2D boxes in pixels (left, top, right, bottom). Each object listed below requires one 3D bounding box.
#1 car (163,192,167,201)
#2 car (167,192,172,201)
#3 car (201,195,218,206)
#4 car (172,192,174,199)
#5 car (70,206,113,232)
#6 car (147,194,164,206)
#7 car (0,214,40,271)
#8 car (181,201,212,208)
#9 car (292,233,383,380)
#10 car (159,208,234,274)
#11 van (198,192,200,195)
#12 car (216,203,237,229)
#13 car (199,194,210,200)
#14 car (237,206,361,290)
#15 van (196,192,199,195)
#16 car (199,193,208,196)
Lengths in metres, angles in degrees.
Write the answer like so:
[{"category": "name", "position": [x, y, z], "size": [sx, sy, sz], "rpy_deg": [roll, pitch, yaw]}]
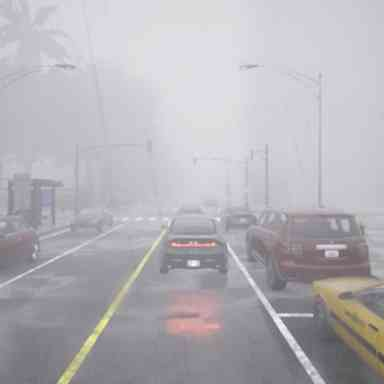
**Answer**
[{"category": "car", "position": [-5.952, 1.245, 57.028], "size": [1.967, 1.590, 4.097], "rpy_deg": [0, 0, 0]}, {"category": "car", "position": [-6.005, 1.180, 73.289], "size": [1.967, 1.590, 4.097], "rpy_deg": [0, 0, 0]}, {"category": "car", "position": [2.610, 1.409, 46.197], "size": [1.947, 1.339, 4.313], "rpy_deg": [0, 0, 0]}, {"category": "car", "position": [-6.024, 1.031, 78.709], "size": [2.192, 1.841, 5.009], "rpy_deg": [0, 0, 0]}, {"category": "car", "position": [-5.827, 1.520, 19.750], "size": [1.802, 1.307, 4.206], "rpy_deg": [0, 0, 0]}, {"category": "car", "position": [-5.933, 1.376, 51.609], "size": [2.008, 1.369, 4.403], "rpy_deg": [0, 0, 0]}, {"category": "car", "position": [-5.792, 1.414, 8.897], "size": [1.967, 1.590, 4.097], "rpy_deg": [0, 0, 0]}, {"category": "car", "position": [-0.063, 1.499, 20.508], "size": [1.994, 1.385, 4.181], "rpy_deg": [0, 0, 0]}, {"category": "car", "position": [2.751, 1.513, 3.655], "size": [1.752, 1.417, 4.829], "rpy_deg": [0, 0, 0]}, {"category": "car", "position": [0.044, 1.472, 10.480], "size": [1.837, 1.490, 4.892], "rpy_deg": [0, 0, 0]}, {"category": "van", "position": [2.555, 1.123, 62.457], "size": [1.690, 1.788, 3.998], "rpy_deg": [0, 0, 0]}, {"category": "car", "position": [2.698, 1.502, 19.761], "size": [1.947, 1.339, 4.313], "rpy_deg": [0, 0, 0]}, {"category": "car", "position": [2.592, 1.389, 51.617], "size": [1.947, 1.339, 4.313], "rpy_deg": [0, 0, 0]}, {"category": "car", "position": [2.733, 1.287, 8.909], "size": [2.192, 1.841, 5.009], "rpy_deg": [0, 0, 0]}, {"category": "van", "position": [2.484, 1.031, 84.138], "size": [1.690, 1.788, 3.998], "rpy_deg": [0, 0, 0]}, {"category": "car", "position": [2.574, 1.328, 57.208], "size": [1.752, 1.417, 4.829], "rpy_deg": [0, 0, 0]}]
